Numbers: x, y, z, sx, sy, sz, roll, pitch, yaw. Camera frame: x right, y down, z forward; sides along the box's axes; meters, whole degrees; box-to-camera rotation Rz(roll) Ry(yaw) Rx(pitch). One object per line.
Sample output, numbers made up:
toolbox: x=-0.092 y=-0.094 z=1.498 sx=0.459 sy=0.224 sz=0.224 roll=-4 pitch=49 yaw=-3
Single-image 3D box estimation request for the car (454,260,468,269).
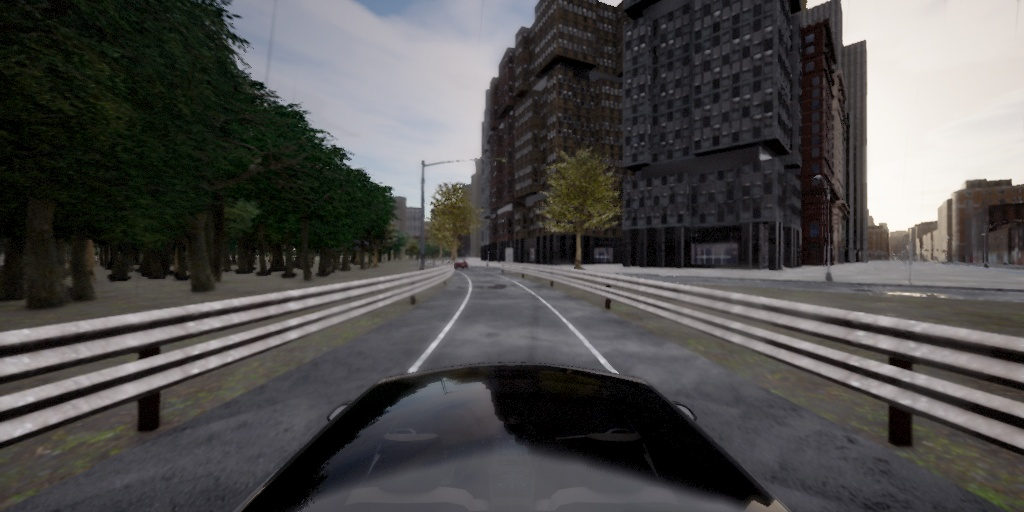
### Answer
car: x=-8.409 y=1.312 z=58.180 sx=1.882 sy=1.535 sz=5.008 roll=0 pitch=0 yaw=-20
